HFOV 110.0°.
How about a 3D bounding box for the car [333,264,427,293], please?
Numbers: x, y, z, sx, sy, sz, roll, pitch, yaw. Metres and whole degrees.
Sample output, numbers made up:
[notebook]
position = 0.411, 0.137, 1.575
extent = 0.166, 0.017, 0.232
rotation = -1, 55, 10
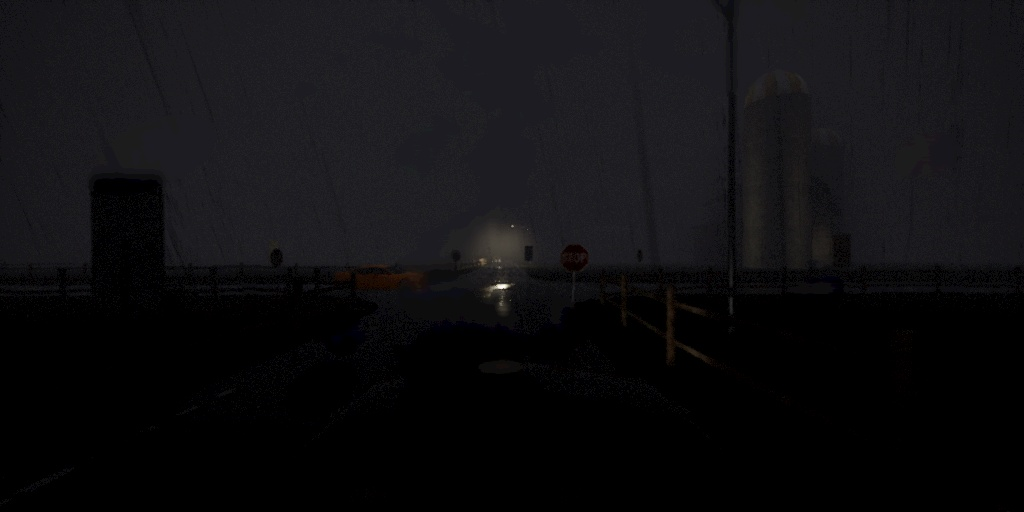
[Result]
[car]
position = -7.317, 1.240, 20.143
extent = 5.008, 1.535, 1.882
rotation = 0, 1, 0
